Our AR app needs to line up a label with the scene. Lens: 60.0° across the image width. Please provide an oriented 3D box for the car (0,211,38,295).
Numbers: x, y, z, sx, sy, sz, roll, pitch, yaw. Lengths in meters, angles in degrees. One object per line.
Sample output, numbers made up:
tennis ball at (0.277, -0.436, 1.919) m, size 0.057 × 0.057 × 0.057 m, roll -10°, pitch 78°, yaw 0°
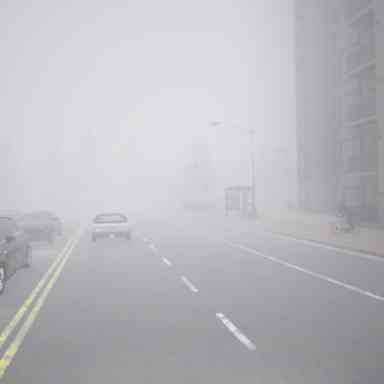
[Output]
car at (-5.744, 1.526, 8.779) m, size 2.097 × 1.767 × 4.553 m, roll -1°, pitch 0°, yaw -15°

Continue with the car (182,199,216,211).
car at (0.989, 1.716, 44.419) m, size 4.902 × 1.511 × 2.128 m, roll -1°, pitch -1°, yaw -29°

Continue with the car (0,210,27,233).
car at (-13.368, 2.027, 23.794) m, size 1.895 × 1.301 × 4.718 m, roll -1°, pitch 0°, yaw -15°

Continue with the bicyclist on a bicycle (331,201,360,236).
bicyclist on a bicycle at (7.328, 1.264, 15.912) m, size 1.656 × 1.620 × 0.582 m, roll -1°, pitch 0°, yaw -15°

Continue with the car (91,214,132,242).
car at (-4.373, 1.809, 17.888) m, size 1.895 × 1.301 × 4.718 m, roll -1°, pitch 0°, yaw -15°

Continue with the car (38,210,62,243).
car at (-8.128, 1.759, 17.672) m, size 1.882 × 1.535 × 5.008 m, roll -1°, pitch 0°, yaw -15°
